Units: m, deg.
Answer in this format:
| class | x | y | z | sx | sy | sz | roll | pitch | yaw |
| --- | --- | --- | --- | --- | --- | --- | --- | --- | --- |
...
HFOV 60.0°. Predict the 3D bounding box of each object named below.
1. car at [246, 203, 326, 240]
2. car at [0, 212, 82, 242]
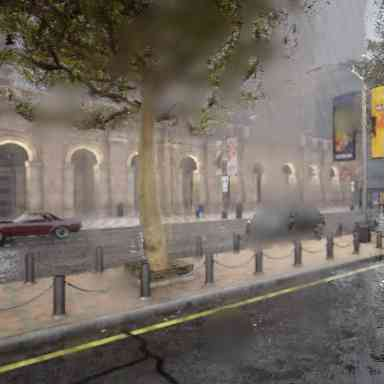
| class | x | y | z | sx | sy | sz | roll | pitch | yaw |
| --- | --- | --- | --- | --- | --- | --- | --- | --- | --- |
| car | 4.973 | 1.409 | 17.467 | 4.553 | 1.767 | 2.097 | 0 | 0 | -36 |
| car | -8.003 | 1.673 | 16.296 | 4.718 | 1.301 | 1.895 | 0 | 0 | -37 |
